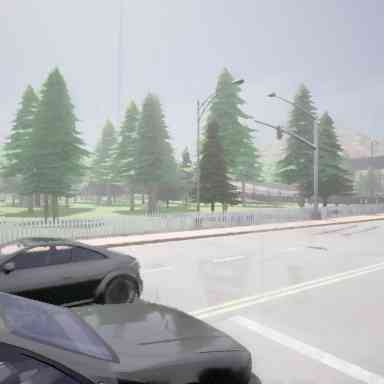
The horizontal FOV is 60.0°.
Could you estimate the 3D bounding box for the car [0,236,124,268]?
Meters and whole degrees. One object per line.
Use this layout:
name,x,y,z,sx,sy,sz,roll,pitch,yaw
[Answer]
car,-3.017,1.564,6.138,4.181,1.385,1.994,0,0,-35

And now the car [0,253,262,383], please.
car,-1.951,1.547,2.374,5.357,1.411,2.033,0,0,-36
